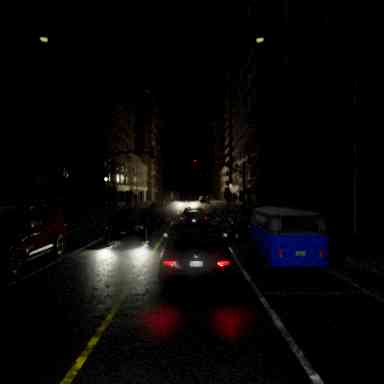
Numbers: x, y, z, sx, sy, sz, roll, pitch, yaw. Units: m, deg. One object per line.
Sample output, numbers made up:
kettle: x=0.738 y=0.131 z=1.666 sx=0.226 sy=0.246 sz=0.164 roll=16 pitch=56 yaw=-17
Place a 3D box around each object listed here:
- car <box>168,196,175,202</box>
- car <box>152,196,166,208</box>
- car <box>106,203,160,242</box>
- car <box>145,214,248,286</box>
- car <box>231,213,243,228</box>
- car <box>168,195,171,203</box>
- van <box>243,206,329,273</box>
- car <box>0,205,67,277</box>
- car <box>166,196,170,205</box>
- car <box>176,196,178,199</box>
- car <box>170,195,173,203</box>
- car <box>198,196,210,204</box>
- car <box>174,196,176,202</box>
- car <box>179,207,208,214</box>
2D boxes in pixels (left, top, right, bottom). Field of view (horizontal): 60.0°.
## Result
car: x=-5.653 y=1.961 z=92.234 sx=1.752 sy=1.417 sz=4.829 roll=0 pitch=0 yaw=0
car: x=-5.659 y=1.767 z=54.079 sx=1.752 sy=1.417 sz=4.829 roll=0 pitch=0 yaw=0
car: x=-3.032 y=1.561 z=17.243 sx=1.882 sy=1.535 sz=5.008 roll=0 pitch=0 yaw=1
car: x=0.101 y=1.595 z=9.611 sx=2.033 sy=1.411 sz=5.357 roll=0 pitch=0 yaw=0
car: x=2.860 y=1.644 z=16.259 sx=1.947 sy=1.339 sz=4.313 roll=0 pitch=0 yaw=0
car: x=-5.657 y=1.839 z=65.150 sx=1.887 sy=1.381 sz=4.507 roll=0 pitch=0 yaw=0
van: x=2.858 y=1.393 z=10.600 sx=1.690 sy=1.788 sz=3.998 roll=0 pitch=0 yaw=0
car: x=-5.667 y=1.367 z=10.561 sx=2.192 sy=1.841 sz=5.009 roll=0 pitch=0 yaw=0
car: x=-5.658 y=1.819 z=59.699 sx=2.008 sy=1.369 sz=4.403 roll=0 pitch=0 yaw=0
car: x=-5.655 y=1.722 z=86.954 sx=2.192 sy=1.841 sz=5.009 roll=0 pitch=0 yaw=0
car: x=-5.657 y=1.866 z=70.601 sx=1.887 sy=1.381 sz=4.507 roll=0 pitch=0 yaw=0
car: x=2.868 y=1.761 z=70.636 sx=1.967 sy=1.590 sz=4.097 roll=0 pitch=0 yaw=0
car: x=-5.655 y=1.928 z=81.502 sx=2.008 sy=1.369 sz=4.403 roll=0 pitch=0 yaw=0
car: x=0.106 y=1.665 z=21.189 sx=1.994 sy=1.385 sz=4.181 roll=0 pitch=0 yaw=0
